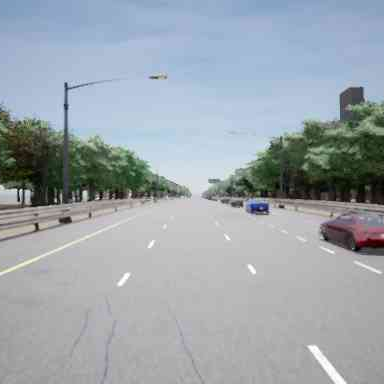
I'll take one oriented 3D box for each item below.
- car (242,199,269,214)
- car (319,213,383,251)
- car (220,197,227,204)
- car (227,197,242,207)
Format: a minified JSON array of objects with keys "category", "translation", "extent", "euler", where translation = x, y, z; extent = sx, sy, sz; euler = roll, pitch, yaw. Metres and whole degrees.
[{"category":"car","translation":[7.025,1.511,36.132],"extent":[1.882,1.535,5.008],"euler":[0,0,0]},{"category":"car","translation":[7.015,1.569,14.077],"extent":[1.994,1.385,4.181],"euler":[0,0,0]},{"category":"car","translation":[7.192,1.864,72.854],"extent":[1.812,1.442,4.674],"euler":[0,-1,0]},{"category":"car","translation":[7.084,1.658,53.251],"extent":[1.812,1.442,4.674],"euler":[0,0,0]}]
